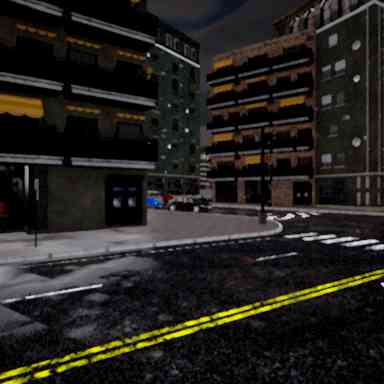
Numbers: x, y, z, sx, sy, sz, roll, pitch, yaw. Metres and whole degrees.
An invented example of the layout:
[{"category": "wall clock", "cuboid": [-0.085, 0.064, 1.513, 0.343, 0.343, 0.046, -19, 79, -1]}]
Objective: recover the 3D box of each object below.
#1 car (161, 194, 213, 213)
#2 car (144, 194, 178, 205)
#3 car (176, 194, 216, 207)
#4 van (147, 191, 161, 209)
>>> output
[{"category": "car", "cuboid": [-0.235, 1.103, 29.528, 4.403, 1.369, 2.008, 1, 0, 37]}, {"category": "car", "cuboid": [-4.023, 0.917, 42.841, 4.206, 1.307, 1.802, 1, 0, 37]}, {"category": "car", "cuboid": [0.398, 0.993, 39.527, 4.403, 1.369, 2.008, 1, 0, 37]}, {"category": "van", "cuboid": [-4.650, 0.786, 32.843, 3.998, 1.788, 1.690, 1, 0, 37]}]
